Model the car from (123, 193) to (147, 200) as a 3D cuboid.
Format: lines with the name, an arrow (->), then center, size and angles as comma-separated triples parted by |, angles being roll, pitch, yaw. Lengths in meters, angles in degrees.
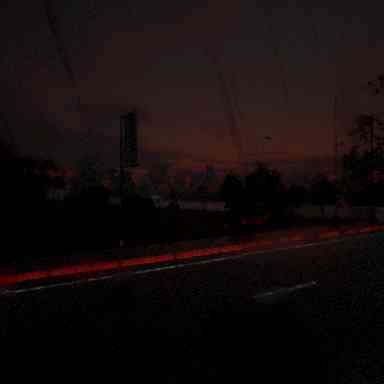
car -> -10.586, 1.281, 59.383 | 2.097, 1.767, 4.553 | 0, 0, -39

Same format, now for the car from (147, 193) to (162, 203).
car -> -7.813, 1.171, 61.518 | 2.150, 2.045, 5.566 | 0, 0, -39
